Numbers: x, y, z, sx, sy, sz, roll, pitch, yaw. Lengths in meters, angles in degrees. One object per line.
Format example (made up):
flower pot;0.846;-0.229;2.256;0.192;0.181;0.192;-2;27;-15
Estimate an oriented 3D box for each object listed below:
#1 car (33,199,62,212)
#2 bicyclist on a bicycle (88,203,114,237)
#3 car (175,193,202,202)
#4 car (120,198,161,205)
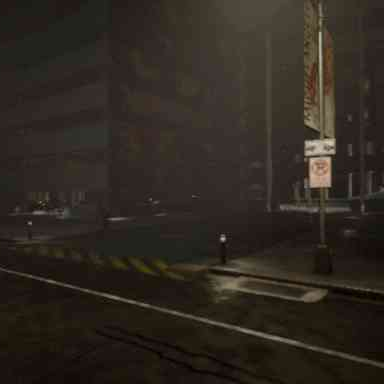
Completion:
car;-17.533;1.626;39.597;4.786;1.482;2.161;-1;0;35
bicyclist on a bicycle;-4.481;1.364;16.458;0.582;1.620;1.656;-1;-1;35
car;-0.717;1.151;64.562;5.566;2.045;2.435;-1;0;35
car;-5.165;1.426;36.026;4.674;1.452;2.002;-1;0;35
